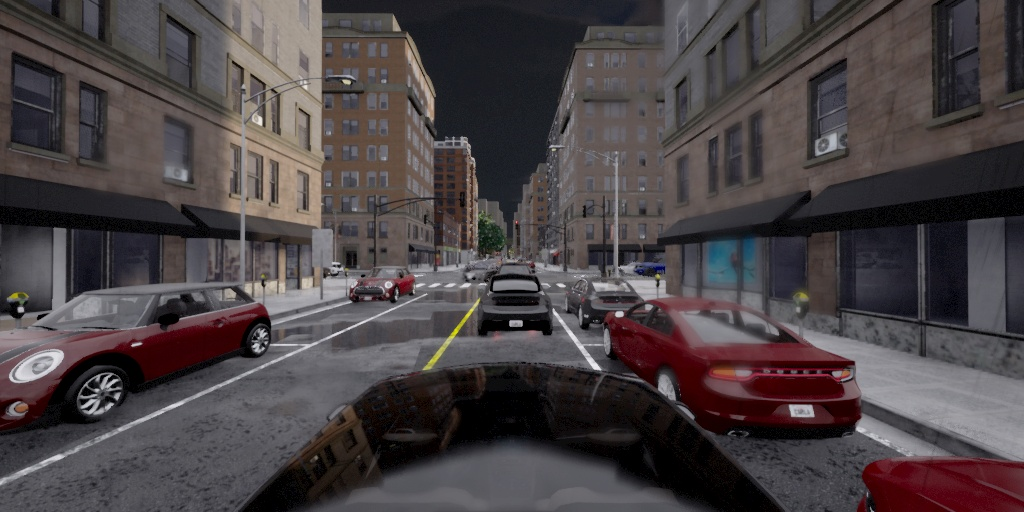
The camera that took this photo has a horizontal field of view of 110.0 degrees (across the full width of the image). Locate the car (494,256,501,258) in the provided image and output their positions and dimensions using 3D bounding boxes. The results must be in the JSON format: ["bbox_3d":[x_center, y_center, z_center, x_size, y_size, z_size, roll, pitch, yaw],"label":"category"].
[{"bbox_3d":[-3.182,1.159,60.879,2.097,1.767,4.553,0,0,0],"label":"car"}]

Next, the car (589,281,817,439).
[{"bbox_3d":[2.675,1.296,5.540,1.888,1.381,4.507,0,0,0],"label":"car"}]

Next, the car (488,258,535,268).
[{"bbox_3d":[0.118,1.108,17.870,2.097,1.767,4.553,0,0,0],"label":"car"}]

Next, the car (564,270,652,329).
[{"bbox_3d":[2.682,1.303,11.031,2.007,1.370,4.403,0,0,0],"label":"car"}]

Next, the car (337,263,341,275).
[{"bbox_3d":[-18.371,0.894,32.551,5.566,2.045,2.150,0,0,-1],"label":"car"}]

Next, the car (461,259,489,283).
[{"bbox_3d":[-2.113,1.202,27.056,2.128,1.511,4.902,0,0,19],"label":"car"}]

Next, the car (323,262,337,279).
[{"bbox_3d":[-17.480,1.127,29.308,5.008,1.535,1.882,0,0,-2],"label":"car"}]

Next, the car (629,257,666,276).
[{"bbox_3d":[15.204,1.069,36.145,5.566,2.045,2.150,0,0,0],"label":"car"}]

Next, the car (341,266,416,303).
[{"bbox_3d":[-5.837,1.195,16.531,1.967,1.591,4.097,0,0,0],"label":"car"}]

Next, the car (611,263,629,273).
[{"bbox_3d":[13.202,1.391,39.415,4.674,1.442,1.812,0,0,1],"label":"car"}]

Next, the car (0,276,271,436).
[{"bbox_3d":[-5.852,1.190,5.544,1.967,1.591,4.097,0,0,0],"label":"car"}]

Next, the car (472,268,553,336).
[{"bbox_3d":[0.056,1.257,10.396,1.837,1.490,4.892,0,0,-1],"label":"car"}]
